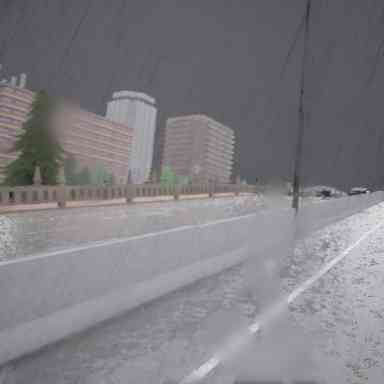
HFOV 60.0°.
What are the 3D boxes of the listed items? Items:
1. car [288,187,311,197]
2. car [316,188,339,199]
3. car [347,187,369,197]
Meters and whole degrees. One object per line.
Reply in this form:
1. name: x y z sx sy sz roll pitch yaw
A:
1. car: 14.546 -0.020 44.954 1.994 1.385 4.181 3 1 36
2. car: 17.609 0.146 43.219 1.895 1.301 4.718 3 1 36
3. car: 21.031 0.157 41.969 1.882 1.535 5.008 3 1 36
